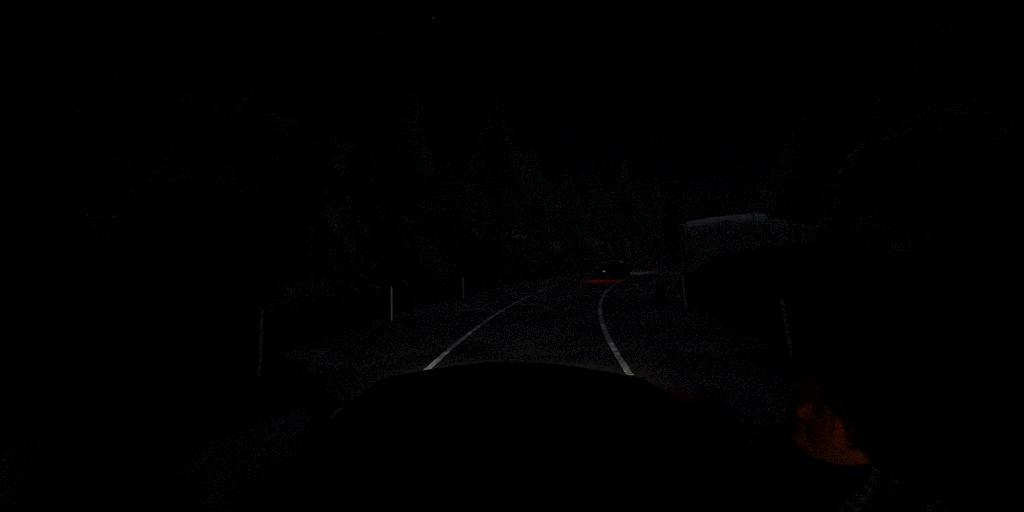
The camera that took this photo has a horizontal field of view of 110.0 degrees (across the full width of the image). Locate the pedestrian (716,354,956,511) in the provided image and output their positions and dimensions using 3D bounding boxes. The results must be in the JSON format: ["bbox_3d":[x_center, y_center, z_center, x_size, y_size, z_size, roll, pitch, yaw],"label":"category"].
[{"bbox_3d":[1.062,1.135,1.038,0.375,1.860,0.375,-19,12,18],"label":"pedestrian"}]

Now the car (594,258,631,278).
[{"bbox_3d":[8.087,0.905,28.701,1.882,1.535,5.008,-3,0,30],"label":"car"}]

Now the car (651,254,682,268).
[{"bbox_3d":[17.433,0.499,40.203,5.008,1.535,1.882,-2,-2,-43],"label":"car"}]
